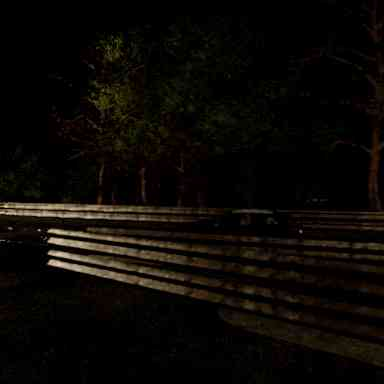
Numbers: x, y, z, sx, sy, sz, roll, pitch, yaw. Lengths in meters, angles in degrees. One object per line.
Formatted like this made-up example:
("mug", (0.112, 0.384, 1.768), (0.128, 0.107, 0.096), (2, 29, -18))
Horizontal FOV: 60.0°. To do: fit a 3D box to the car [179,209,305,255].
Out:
("car", (1.795, 1.464, 12.676), (4.856, 1.649, 2.033), (0, 0, 23))
